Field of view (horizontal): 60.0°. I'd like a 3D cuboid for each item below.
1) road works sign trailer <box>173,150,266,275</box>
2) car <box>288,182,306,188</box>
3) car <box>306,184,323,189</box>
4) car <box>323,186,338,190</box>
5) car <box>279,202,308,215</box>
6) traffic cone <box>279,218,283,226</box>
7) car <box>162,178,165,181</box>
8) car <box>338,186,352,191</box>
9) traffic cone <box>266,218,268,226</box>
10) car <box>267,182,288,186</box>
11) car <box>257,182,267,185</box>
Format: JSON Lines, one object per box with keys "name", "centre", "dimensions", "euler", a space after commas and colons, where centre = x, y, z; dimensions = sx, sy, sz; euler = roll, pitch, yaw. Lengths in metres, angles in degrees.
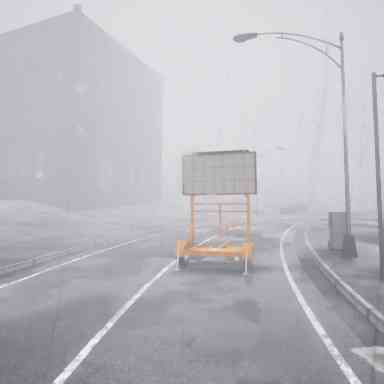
{"name": "road works sign trailer", "centre": [0.919, 0.493, 10.697], "dimensions": [2.380, 3.560, 2.880], "euler": [-1, 0, 18]}
{"name": "car", "centre": [22.946, -1.442, 76.254], "dimensions": [4.553, 1.767, 2.185], "euler": [2, -5, -27]}
{"name": "car", "centre": [27.977, -1.066, 78.972], "dimensions": [4.792, 1.488, 2.163], "euler": [2, -5, -28]}
{"name": "car", "centre": [32.773, -0.834, 81.693], "dimensions": [4.674, 1.452, 2.002], "euler": [3, -5, -30]}
{"name": "car", "centre": [12.146, 1.983, 39.784], "dimensions": [1.837, 1.490, 4.892], "euler": [-5, -4, 42]}
{"name": "traffic cone", "centre": [6.099, 2.049, 22.751], "dimensions": [0.340, 0.580, 0.340], "euler": [-2, -1, 17]}
{"name": "car", "centre": [-7.073, -2.466, 62.411], "dimensions": [4.553, 1.767, 2.185], "euler": [2, -5, -24]}
{"name": "car", "centre": [37.426, -0.646, 84.471], "dimensions": [4.892, 1.521, 2.231], "euler": [3, -5, -31]}
{"name": "traffic cone", "centre": [5.144, 2.080, 23.036], "dimensions": [0.340, 0.580, 0.340], "euler": [-2, -1, 17]}
{"name": "car", "centre": [18.034, -1.521, 73.726], "dimensions": [5.008, 1.535, 2.097], "euler": [2, -5, -26]}
{"name": "car", "centre": [13.047, -1.678, 71.299], "dimensions": [4.674, 1.452, 2.002], "euler": [2, -5, -25]}
